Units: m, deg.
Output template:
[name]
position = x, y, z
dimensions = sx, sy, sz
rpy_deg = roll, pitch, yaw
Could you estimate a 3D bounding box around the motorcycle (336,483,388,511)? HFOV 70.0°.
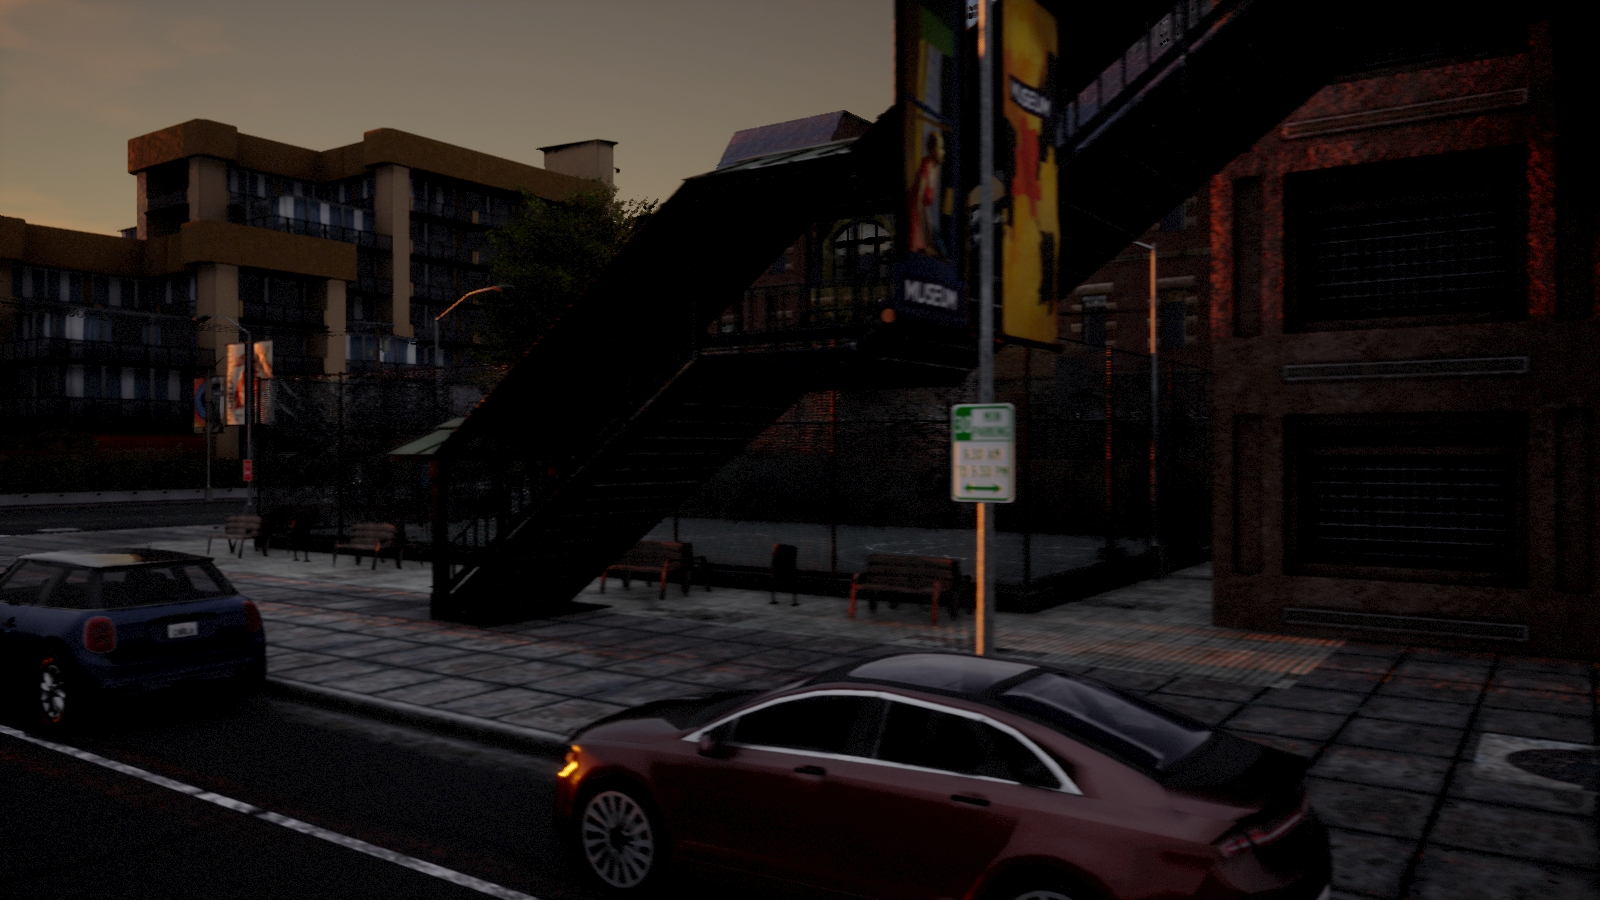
[motorcycle]
position = -20.762, 2.208, 54.206
dimensions = 0.867, 1.251, 2.209
rpy_deg = 0, 0, 35
